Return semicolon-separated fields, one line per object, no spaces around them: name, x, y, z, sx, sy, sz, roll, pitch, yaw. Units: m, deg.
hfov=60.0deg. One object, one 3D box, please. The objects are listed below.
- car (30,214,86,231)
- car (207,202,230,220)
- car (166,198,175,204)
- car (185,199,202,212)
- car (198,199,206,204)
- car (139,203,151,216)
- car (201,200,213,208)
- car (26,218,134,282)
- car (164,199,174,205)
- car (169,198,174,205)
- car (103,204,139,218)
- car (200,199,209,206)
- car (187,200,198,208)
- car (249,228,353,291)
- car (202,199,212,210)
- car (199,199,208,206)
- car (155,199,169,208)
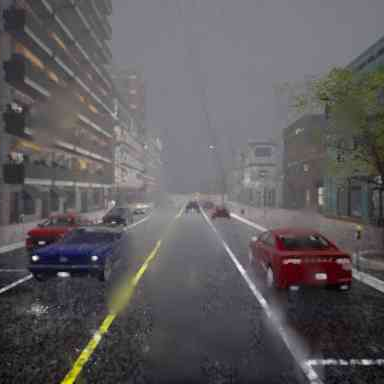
car;-5.701;1.705;14.848;1.887;1.381;4.507;-1;-1;0
car;2.679;1.925;31.850;1.802;1.307;4.206;-1;-1;0
car;-5.707;2.399;88.651;1.967;1.590;4.097;-1;-1;0
car;0.098;2.001;46.048;1.837;1.490;4.892;0;-1;0
car;2.675;2.524;88.622;1.947;1.339;4.313;-1;-1;0
car;-5.702;1.955;37.555;2.008;1.369;4.403;-1;-1;0
car;2.677;2.201;60.236;2.008;1.369;4.403;-1;-1;0
car;-3.090;1.711;10.231;1.895;1.301;4.718;0;-1;0
car;-5.705;2.463;82.973;1.947;1.339;4.313;-1;-1;0
car;-5.705;2.417;77.295;1.802;1.307;4.206;-1;-1;0
car;-5.702;1.848;26.202;1.947;1.339;4.313;-1;-1;0
car;2.676;2.318;71.590;1.887;1.381;4.507;-1;-1;0
car;0.097;2.223;62.624;2.033;1.411;5.357;0;-1;0
car;2.680;1.644;9.142;1.887;1.381;4.507;-1;-1;0
car;2.677;2.155;54.559;1.947;1.339;4.313;-1;-1;0
car;2.675;2.362;77.438;1.752;1.417;4.829;-1;-1;0
car;-5.705;2.216;60.264;1.947;1.339;4.313;-1;-1;0
